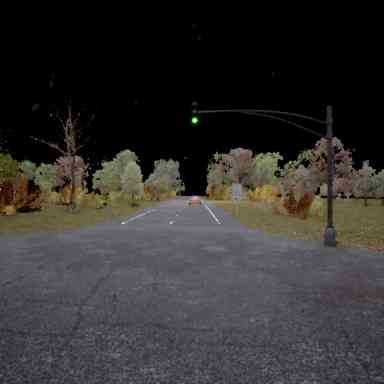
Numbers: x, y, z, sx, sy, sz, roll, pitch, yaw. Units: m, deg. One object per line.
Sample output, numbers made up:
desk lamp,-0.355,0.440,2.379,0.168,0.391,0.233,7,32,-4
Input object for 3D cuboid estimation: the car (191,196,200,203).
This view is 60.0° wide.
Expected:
car,0.660,1.592,69.623,1.812,1.442,4.674,0,0,1

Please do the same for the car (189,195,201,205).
car,0.565,1.400,59.590,2.097,1.767,4.553,0,0,1
